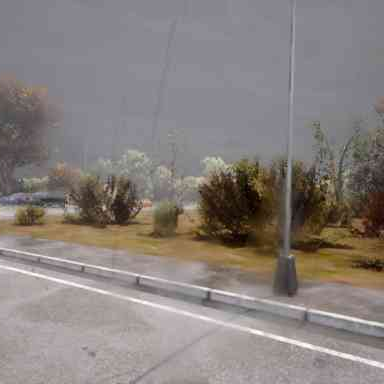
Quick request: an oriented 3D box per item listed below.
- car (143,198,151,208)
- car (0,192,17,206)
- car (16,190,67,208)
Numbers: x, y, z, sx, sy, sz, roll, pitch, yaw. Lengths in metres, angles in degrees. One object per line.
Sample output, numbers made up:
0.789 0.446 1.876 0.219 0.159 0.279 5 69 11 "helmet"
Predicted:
-9.281 1.924 61.119 2.097 1.767 4.553 2 -2 20 "car"
-20.630 0.817 40.057 2.097 1.767 4.553 2 -1 20 "car"
-17.225 0.804 39.184 2.150 2.045 5.566 2 -1 20 "car"
